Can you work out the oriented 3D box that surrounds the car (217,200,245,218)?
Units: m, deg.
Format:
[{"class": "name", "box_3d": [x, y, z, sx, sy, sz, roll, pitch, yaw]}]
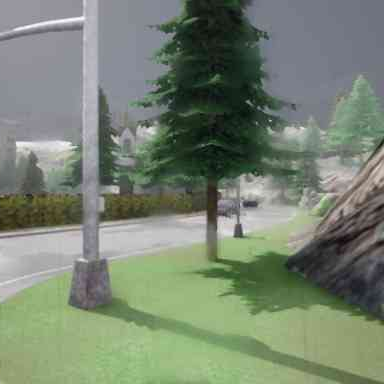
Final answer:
[{"class": "car", "box_3d": [2.928, 1.516, 30.048, 1.837, 1.490, 4.892, 0, 0, 25]}]

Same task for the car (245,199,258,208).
[{"class": "car", "box_3d": [8.639, 1.638, 49.036, 1.895, 1.301, 4.718, 0, 0, 4]}]
